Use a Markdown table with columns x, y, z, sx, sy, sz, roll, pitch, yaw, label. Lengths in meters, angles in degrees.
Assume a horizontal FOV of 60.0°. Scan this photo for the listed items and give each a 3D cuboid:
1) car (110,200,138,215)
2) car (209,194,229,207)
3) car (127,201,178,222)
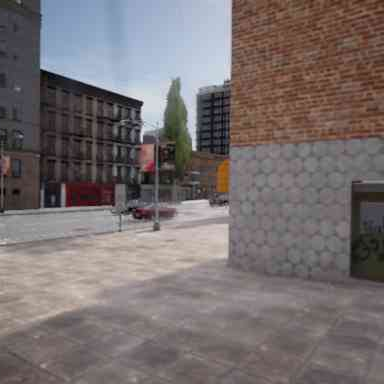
| x | y | z | sx | sy | sz | roll | pitch | yaw | label |
| --- | --- | --- | --- | --- | --- | --- | --- | --- | --- |
| -6.865 | 1.692 | 37.088 | 2.128 | 1.511 | 4.902 | 1 | 1 | 35 | car |
| 4.933 | 1.319 | 53.731 | 2.150 | 2.045 | 5.566 | 1 | 1 | 35 | car |
| -3.262 | 1.800 | 30.739 | 1.882 | 1.535 | 5.008 | 1 | 1 | 35 | car |
